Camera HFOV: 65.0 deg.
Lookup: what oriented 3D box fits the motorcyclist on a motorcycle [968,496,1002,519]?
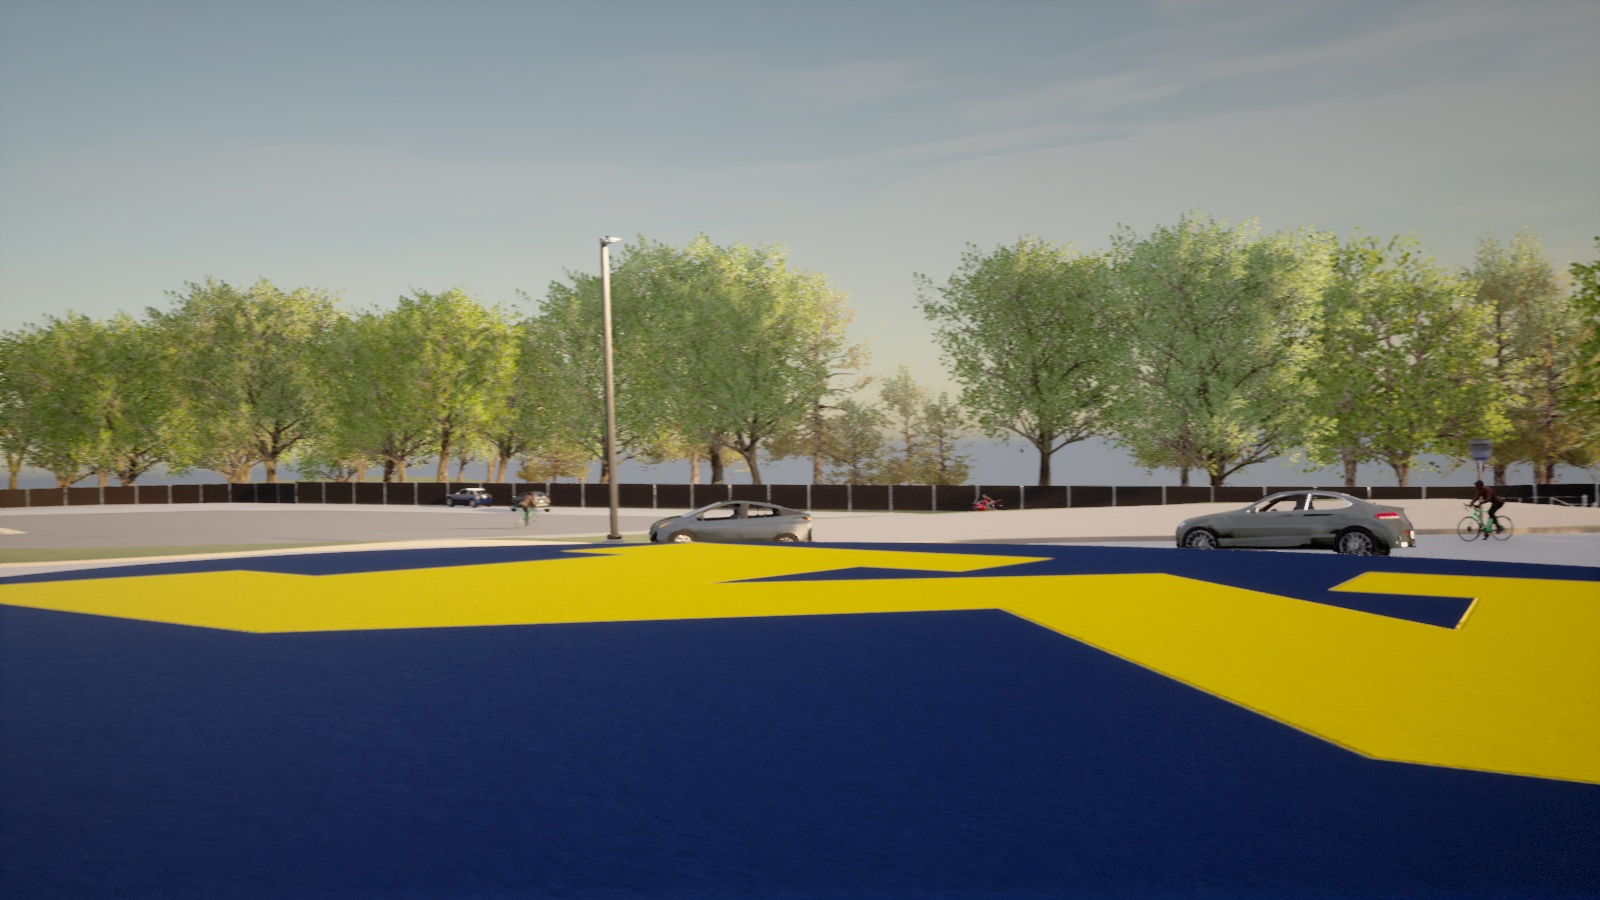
[{"bbox_3d":[12.561,3.884,85.097,2.191,1.530,0.866,0,1,15],"label":"motorcyclist on a motorcycle"}]

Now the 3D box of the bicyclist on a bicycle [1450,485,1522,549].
[{"bbox_3d":[18.113,1.759,33.176,1.656,1.620,0.582,0,0,-9],"label":"bicyclist on a bicycle"}]

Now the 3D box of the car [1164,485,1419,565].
[{"bbox_3d":[11.073,1.679,28.443,5.027,1.651,2.152,-1,-4,33],"label":"car"}]

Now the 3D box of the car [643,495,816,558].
[{"bbox_3d":[-1.985,2.096,34.653,4.514,1.525,2.007,2,-1,-10],"label":"car"}]

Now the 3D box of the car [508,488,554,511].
[{"bbox_3d":[-20.016,3.691,93.419,1.789,1.549,3.705,-1,1,-40],"label":"car"}]
